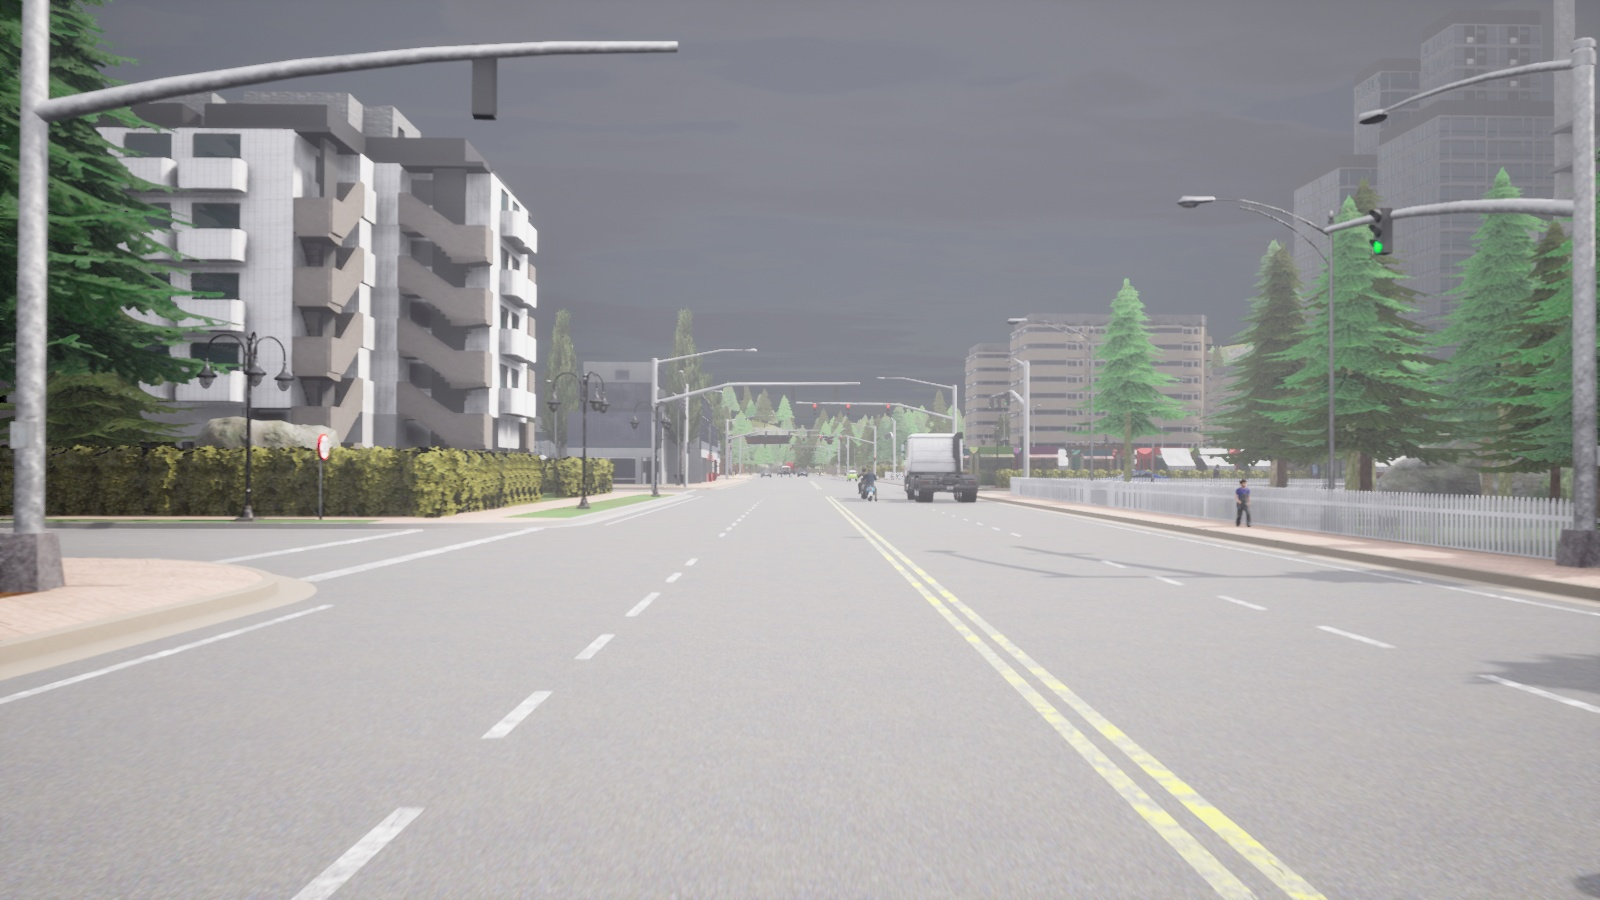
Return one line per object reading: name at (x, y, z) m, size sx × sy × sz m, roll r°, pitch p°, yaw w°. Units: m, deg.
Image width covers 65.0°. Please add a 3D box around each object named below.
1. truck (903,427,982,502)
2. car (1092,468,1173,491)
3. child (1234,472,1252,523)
truck at (6.880, 0.724, 61.781) m, size 2.891 × 3.462 × 7.936 m, roll 0°, pitch -1°, yaw 0°
car at (22.655, 1.977, 85.573) m, size 5.008 × 1.535 × 1.882 m, roll 0°, pitch -1°, yaw -2°
child at (10.950, 1.170, 31.051) m, size 0.270 × 1.263 × 0.437 m, roll 0°, pitch -1°, yaw 0°
